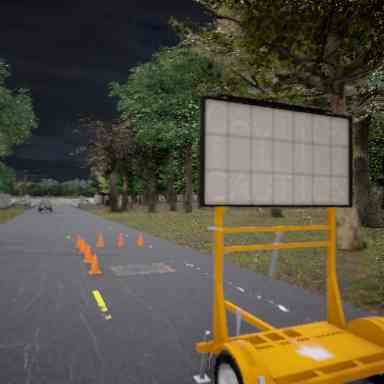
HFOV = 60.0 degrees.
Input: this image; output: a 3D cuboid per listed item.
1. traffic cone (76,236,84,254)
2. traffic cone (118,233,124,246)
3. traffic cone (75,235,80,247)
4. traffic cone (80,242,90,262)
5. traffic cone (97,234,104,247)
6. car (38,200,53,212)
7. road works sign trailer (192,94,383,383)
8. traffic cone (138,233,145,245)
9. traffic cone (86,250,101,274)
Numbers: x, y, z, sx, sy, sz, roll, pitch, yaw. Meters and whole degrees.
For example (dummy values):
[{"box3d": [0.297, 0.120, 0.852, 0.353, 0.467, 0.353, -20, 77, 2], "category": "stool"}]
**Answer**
[{"box3d": [-4.604, 2.296, 14.052, 0.340, 0.580, 0.340, 1, -2, -23], "category": "traffic cone"}, {"box3d": [-3.550, 2.374, 16.675, 0.340, 0.580, 0.340, 1, -2, -23], "category": "traffic cone"}, {"box3d": [-5.389, 2.337, 15.890, 0.340, 0.580, 0.340, 1, -2, -23], "category": "traffic cone"}, {"box3d": [-3.818, 2.255, 12.213, 0.340, 0.580, 0.340, 1, -2, -23], "category": "traffic cone"}, {"box3d": [-4.470, 2.356, 16.283, 0.340, 0.580, 0.340, 1, -2, -23], "category": "traffic cone"}, {"box3d": [-25.900, 2.490, 58.824, 2.150, 2.045, 5.566, 1, -2, -23], "category": "car"}, {"box3d": [1.095, 0.603, 4.561, 2.380, 3.560, 2.880, 1, -2, -23], "category": "road works sign trailer"}, {"box3d": [-2.631, 2.392, 17.067, 0.340, 0.580, 0.340, 1, -2, -23], "category": "traffic cone"}, {"box3d": [-3.033, 2.213, 10.374, 0.340, 0.580, 0.340, 1, -2, -23], "category": "traffic cone"}]
